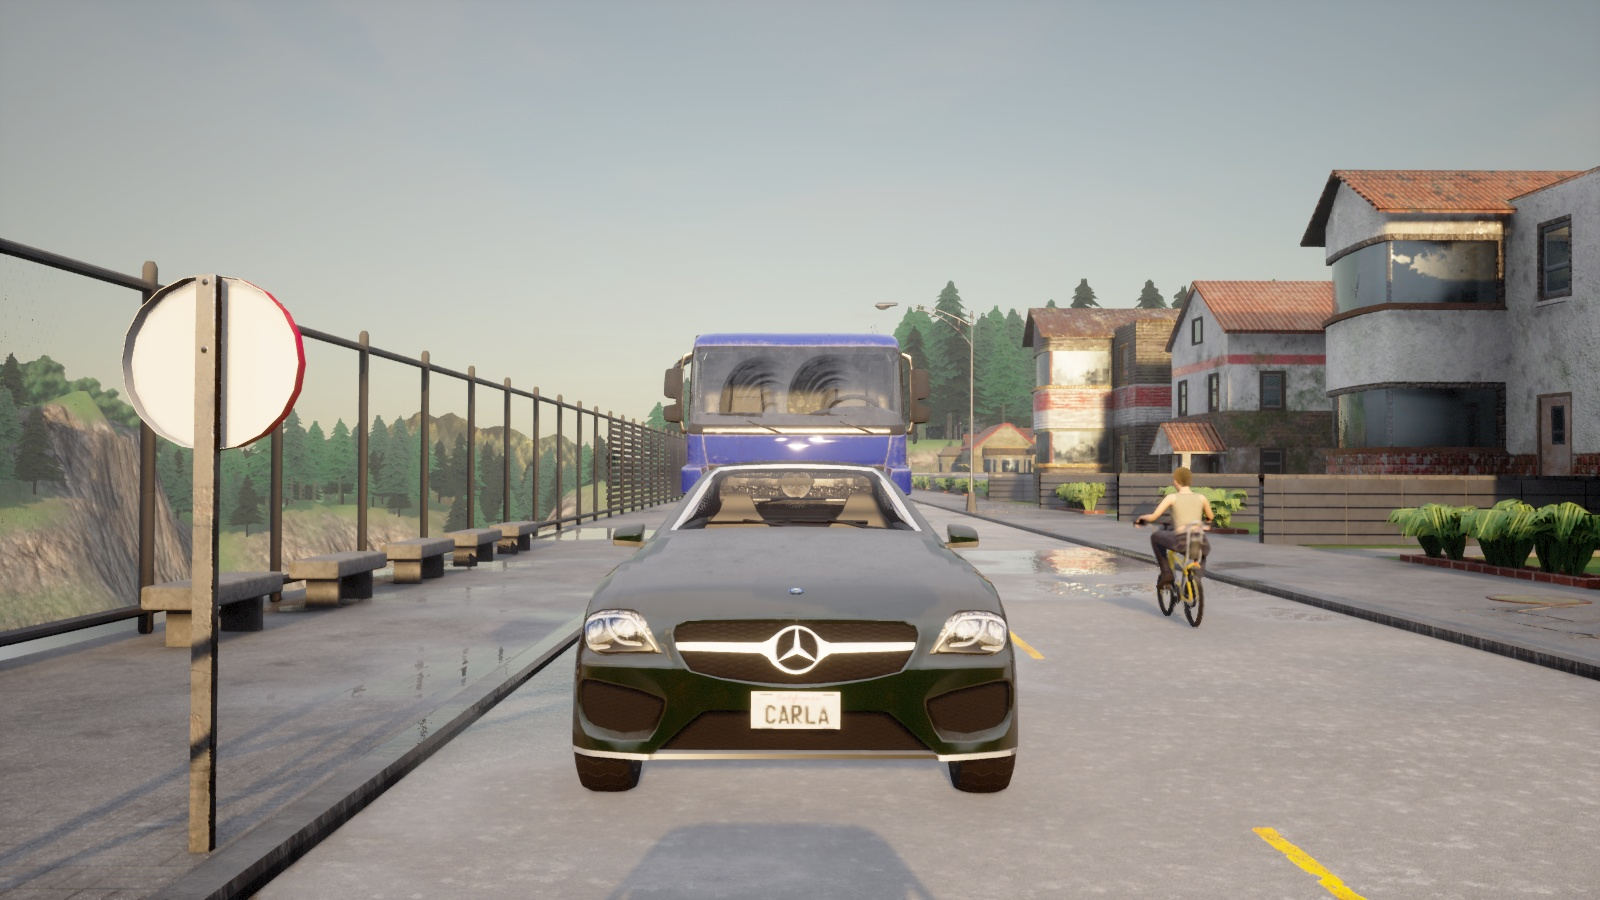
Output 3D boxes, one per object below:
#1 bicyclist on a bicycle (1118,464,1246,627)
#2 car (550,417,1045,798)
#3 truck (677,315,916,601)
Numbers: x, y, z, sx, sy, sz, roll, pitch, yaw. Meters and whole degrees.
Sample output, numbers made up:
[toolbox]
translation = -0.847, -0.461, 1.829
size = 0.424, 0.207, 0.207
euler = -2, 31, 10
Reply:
[bicyclist on a bicycle]
translation = 3.962, 0.956, 13.154
size = 0.866, 1.612, 1.509
euler = 0, -1, 0
[car]
translation = -0.021, 0.727, 7.996
size = 2.152, 1.651, 5.027
euler = 0, -1, 0
[truck]
translation = -0.052, 0.155, 19.219
size = 2.891, 3.462, 7.936
euler = 0, -1, 0
